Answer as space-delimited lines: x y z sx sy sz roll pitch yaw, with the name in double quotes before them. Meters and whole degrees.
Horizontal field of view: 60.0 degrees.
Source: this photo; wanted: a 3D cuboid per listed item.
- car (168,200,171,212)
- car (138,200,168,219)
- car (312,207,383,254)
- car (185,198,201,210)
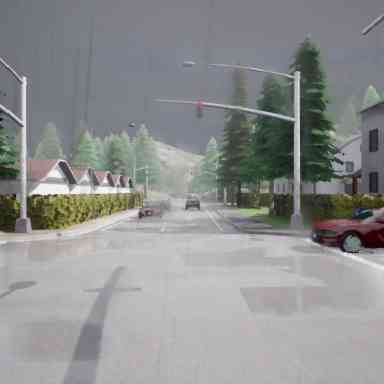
"car" -3.491 1.612 39.343 1.895 1.301 4.718 0 0 0
"car" -3.493 1.572 29.348 1.994 1.385 4.181 0 0 0
"car" 6.879 1.290 11.872 5.008 1.535 1.882 0 0 0
"car" 0.110 1.517 43.314 1.837 1.490 4.892 0 0 0
